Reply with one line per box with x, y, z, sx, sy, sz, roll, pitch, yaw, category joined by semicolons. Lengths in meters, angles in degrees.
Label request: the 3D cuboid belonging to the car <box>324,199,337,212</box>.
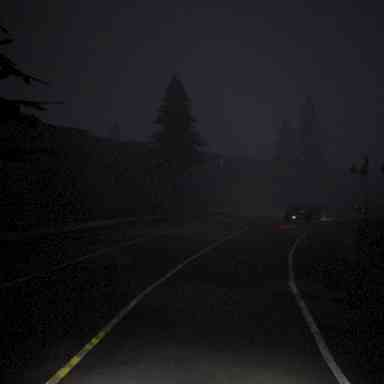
14.460;1.520;37.539;5.008;1.535;1.882;0;0;-41;car

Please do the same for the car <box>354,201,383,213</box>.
20.317;1.670;37.607;4.718;1.301;1.895;0;0;-38;car

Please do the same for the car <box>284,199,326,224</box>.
8.555;1.528;25.533;1.837;1.490;4.892;0;0;34;car
